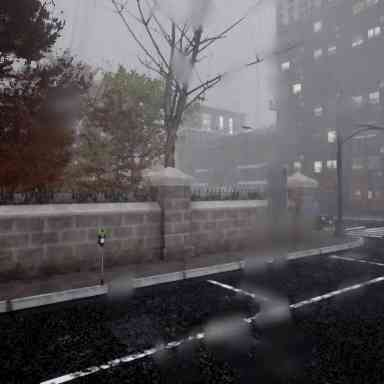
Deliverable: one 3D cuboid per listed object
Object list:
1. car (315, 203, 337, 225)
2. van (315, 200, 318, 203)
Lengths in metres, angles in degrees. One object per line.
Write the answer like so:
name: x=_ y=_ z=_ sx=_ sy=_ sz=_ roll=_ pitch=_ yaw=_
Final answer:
car: x=8.281 y=1.801 z=25.766 sx=2.033 sy=1.411 sz=5.357 roll=0 pitch=-1 yaw=-36
van: x=10.417 y=1.646 z=32.623 sx=1.690 sy=1.788 sz=3.998 roll=-1 pitch=0 yaw=-36
